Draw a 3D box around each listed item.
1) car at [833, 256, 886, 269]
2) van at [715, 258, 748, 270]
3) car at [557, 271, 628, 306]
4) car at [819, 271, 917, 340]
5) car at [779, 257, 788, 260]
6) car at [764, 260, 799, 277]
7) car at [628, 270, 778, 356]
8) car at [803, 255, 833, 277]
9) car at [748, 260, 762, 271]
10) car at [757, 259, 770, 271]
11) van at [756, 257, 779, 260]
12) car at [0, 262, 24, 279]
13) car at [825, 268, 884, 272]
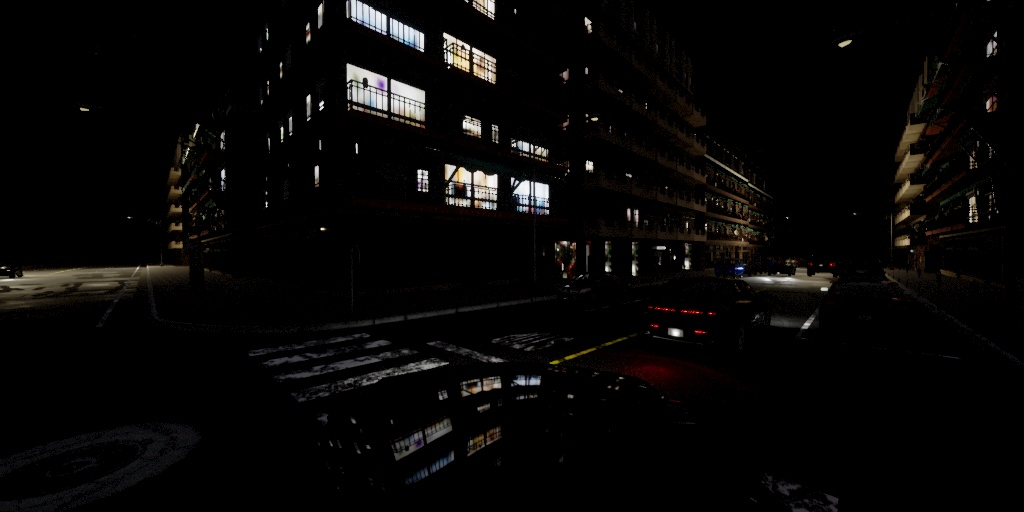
[{"bbox_3d":[21.268,1.051,21.819,2.192,1.841,5.009,0,0,44],"label":"car"},{"bbox_3d":[19.232,1.067,31.717,1.690,1.789,3.998,0,0,44],"label":"van"},{"bbox_3d":[3.693,1.319,15.665,1.802,1.307,4.207,0,0,44],"label":"car"},{"bbox_3d":[9.689,1.290,9.857,1.888,1.381,4.507,0,0,44],"label":"car"},{"bbox_3d":[34.958,1.034,48.025,2.192,1.841,5.009,0,0,44],"label":"car"},{"bbox_3d":[27.197,1.326,36.123,1.895,1.301,4.718,0,0,44],"label":"car"},{"bbox_3d":[4.891,1.249,8.765,1.837,1.490,4.892,0,0,44],"label":"car"},{"bbox_3d":[30.324,0.949,34.891,2.150,2.045,5.566,0,0,45],"label":"car"},{"bbox_3d":[23.171,1.306,35.786,1.802,1.307,4.207,0,0,44],"label":"car"},{"bbox_3d":[27.108,1.304,39.857,1.802,1.307,4.207,0,0,44],"label":"car"},{"bbox_3d":[31.040,1.061,43.936,1.690,1.789,3.998,0,0,44],"label":"van"},{"bbox_3d":[-45.468,1.272,31.919,4.674,1.442,1.812,0,1,44],"label":"car"},{"bbox_3d":[13.391,1.307,13.681,1.948,1.339,4.313,0,0,44],"label":"car"}]
